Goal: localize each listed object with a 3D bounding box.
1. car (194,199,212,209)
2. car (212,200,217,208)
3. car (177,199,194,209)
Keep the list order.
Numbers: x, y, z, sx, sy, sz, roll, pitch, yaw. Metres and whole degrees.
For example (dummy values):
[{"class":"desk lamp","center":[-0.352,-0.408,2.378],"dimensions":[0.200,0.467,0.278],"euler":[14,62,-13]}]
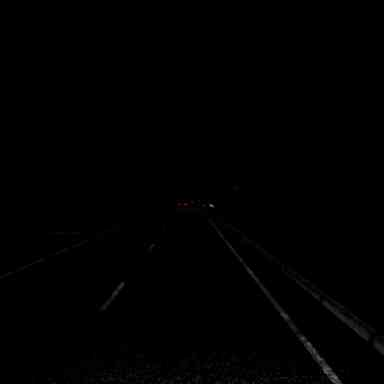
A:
[{"class":"car","center":[2.111,2.527,62.529],"dimensions":[1.895,1.301,4.718],"euler":[0,-1,10]},{"class":"car","center":[4.198,2.575,72.475],"dimensions":[2.128,1.511,4.902],"euler":[0,-1,15]},{"class":"car","center":[-1.385,2.455,62.858],"dimensions":[1.812,1.442,4.674],"euler":[0,-1,10]}]
